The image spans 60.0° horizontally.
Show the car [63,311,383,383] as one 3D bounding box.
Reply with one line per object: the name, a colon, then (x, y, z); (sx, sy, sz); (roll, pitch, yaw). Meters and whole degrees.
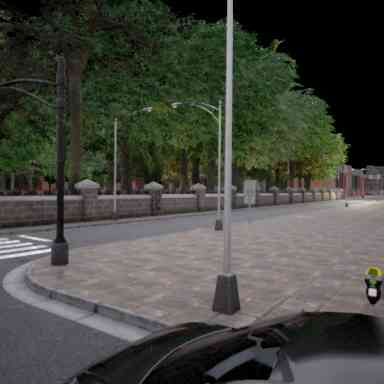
car: (0.897, 1.566, 2.157); (4.313, 1.339, 1.947); (0, 1, 35)
